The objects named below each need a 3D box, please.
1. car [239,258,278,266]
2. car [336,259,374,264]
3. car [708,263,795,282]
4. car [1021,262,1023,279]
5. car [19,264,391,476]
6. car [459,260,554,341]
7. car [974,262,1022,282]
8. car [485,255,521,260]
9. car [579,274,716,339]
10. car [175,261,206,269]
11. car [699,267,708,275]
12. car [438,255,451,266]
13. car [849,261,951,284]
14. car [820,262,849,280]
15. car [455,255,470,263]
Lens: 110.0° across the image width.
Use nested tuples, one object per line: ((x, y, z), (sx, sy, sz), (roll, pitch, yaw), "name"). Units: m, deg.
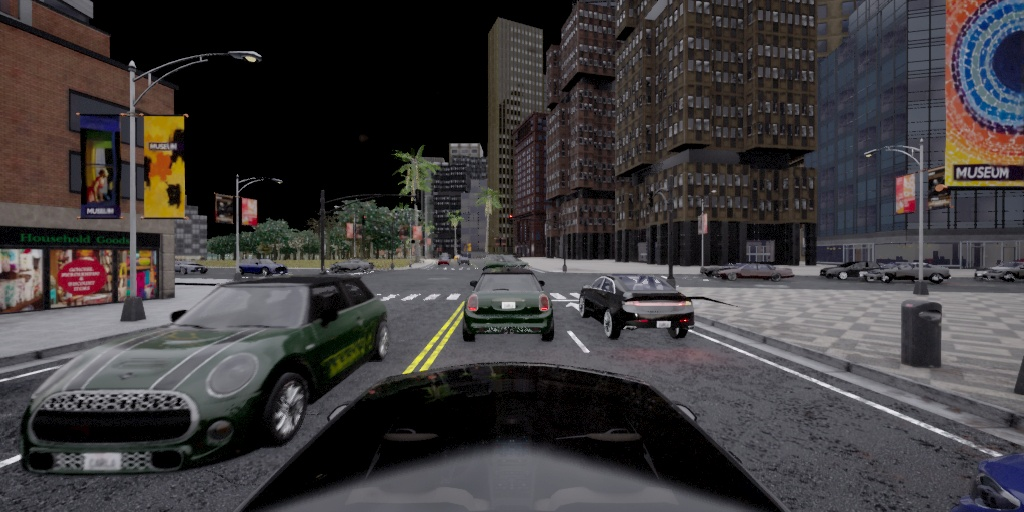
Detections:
((-24.289, 0.994, 34.912), (4.553, 1.767, 2.097), (0, 0, 13), "car")
((-18.078, 1.116, 40.708), (4.902, 1.511, 2.128), (0, 1, 4), "car")
((18.930, 1.241, 28.345), (5.357, 1.411, 2.033), (0, 0, 13), "car")
((38.071, 1.235, 23.806), (4.674, 1.442, 1.812), (0, 0, 13), "car")
((-3.422, 1.102, 5.201), (2.097, 1.767, 4.553), (0, 0, -1), "car")
((-0.122, 1.102, 10.008), (2.097, 1.767, 4.553), (0, 0, -1), "car")
((38.470, 1.185, 27.059), (4.902, 1.511, 2.128), (0, 0, 13), "car")
((-0.597, 0.892, 34.267), (2.150, 2.045, 5.566), (-1, 1, -37), "car")
((3.172, 1.241, 10.058), (2.128, 1.511, 4.902), (0, 0, -1), "car")
((-33.968, 1.184, 37.202), (4.181, 1.385, 1.994), (0, 0, 13), "car")
((19.303, 1.281, 31.597), (4.718, 1.301, 1.895), (0, 0, 11), "car")
((-11.026, 0.977, 58.095), (1.895, 1.301, 4.718), (0, 1, -8), "car")
((28.408, 1.190, 26.105), (4.902, 1.511, 2.128), (0, 0, 13), "car")
((28.367, 1.190, 29.453), (4.892, 1.490, 1.837), (0, 0, 13), "car")
((-7.973, 0.909, 59.662), (2.033, 1.411, 5.357), (0, 1, -9), "car")
